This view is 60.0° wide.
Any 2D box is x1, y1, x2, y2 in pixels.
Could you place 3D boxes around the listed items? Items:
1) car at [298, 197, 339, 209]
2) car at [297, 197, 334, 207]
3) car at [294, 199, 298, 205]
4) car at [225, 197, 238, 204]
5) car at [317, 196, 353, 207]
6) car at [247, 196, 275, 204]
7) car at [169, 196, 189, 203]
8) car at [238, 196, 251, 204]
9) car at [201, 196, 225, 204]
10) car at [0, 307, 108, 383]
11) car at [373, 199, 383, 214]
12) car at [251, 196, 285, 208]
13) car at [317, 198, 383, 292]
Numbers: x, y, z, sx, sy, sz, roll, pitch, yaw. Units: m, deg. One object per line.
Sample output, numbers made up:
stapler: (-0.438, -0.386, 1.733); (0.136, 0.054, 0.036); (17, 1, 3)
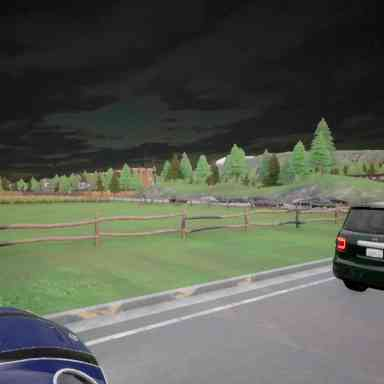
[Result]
car: (17.093, 1.504, 44.255); (1.837, 1.490, 4.892); (0, 0, -36)
car: (19.527, 1.547, 52.776); (2.033, 1.411, 5.357); (0, 0, -36)
car: (17.417, 1.526, 49.731); (1.812, 1.442, 4.674); (0, 0, -36)
car: (5.884, 1.548, 65.553); (2.033, 1.411, 5.357); (0, 0, -36)
car: (23.086, 1.478, 53.842); (1.882, 1.535, 5.008); (0, 1, -36)
car: (13.780, 1.546, 66.672); (2.033, 1.411, 5.357); (0, 0, -36)
car: (-2.599, 1.508, 65.331); (1.837, 1.490, 4.892); (0, 0, -36)
car: (10.086, 1.525, 65.742); (1.812, 1.442, 4.674); (0, 0, -36)
car: (3.467, 1.525, 62.894); (1.812, 1.442, 4.674); (0, 0, -36)
car: (-2.727, 1.352, 1.795); (4.553, 1.767, 2.097); (0, 0, -36)
car: (21.055, 1.492, 33.086); (2.128, 1.511, 4.902); (0, 0, -38)
car: (10.904, 1.564, 46.774); (1.994, 1.385, 4.181); (0, 0, -36)
car: (5.552, 1.221, 7.728); (5.566, 2.045, 2.150); (0, 0, -36)
